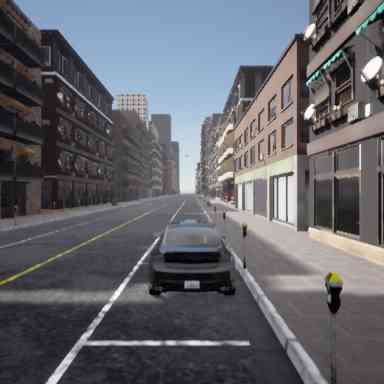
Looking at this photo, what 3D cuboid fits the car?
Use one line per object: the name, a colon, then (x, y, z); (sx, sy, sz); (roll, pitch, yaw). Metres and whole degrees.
car: (0.001, 1.493, 8.649); (1.837, 1.490, 4.892); (0, 0, 0)
